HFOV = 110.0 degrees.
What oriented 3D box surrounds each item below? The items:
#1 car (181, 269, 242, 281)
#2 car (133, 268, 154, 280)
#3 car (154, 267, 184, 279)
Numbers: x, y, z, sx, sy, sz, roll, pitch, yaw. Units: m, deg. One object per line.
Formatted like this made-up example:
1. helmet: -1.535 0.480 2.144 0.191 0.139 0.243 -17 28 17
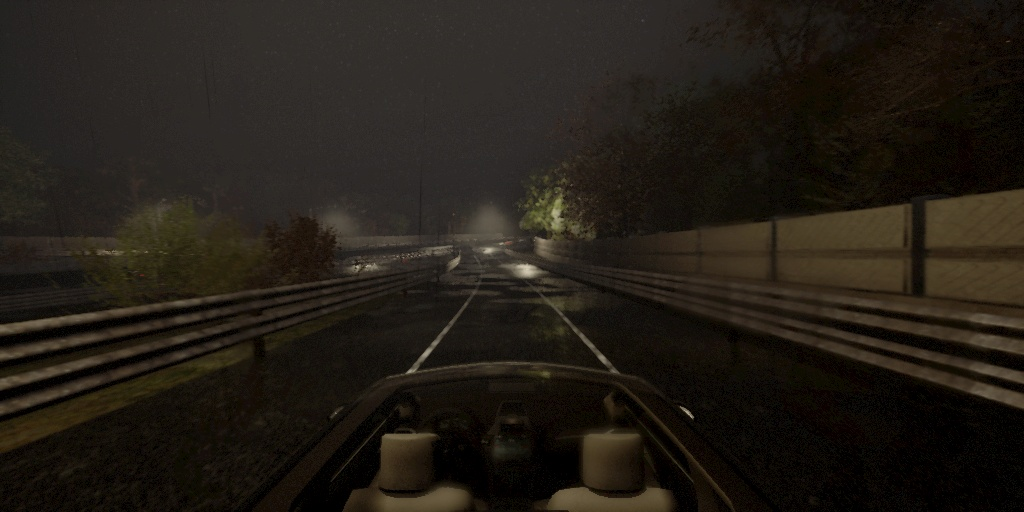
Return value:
1. car: -29.474 1.956 35.932 1.895 1.301 4.718 1 4 17
2. car: -36.216 1.814 37.812 2.033 1.411 5.357 1 4 17
3. car: -32.851 1.821 36.840 1.837 1.490 4.892 1 4 17
